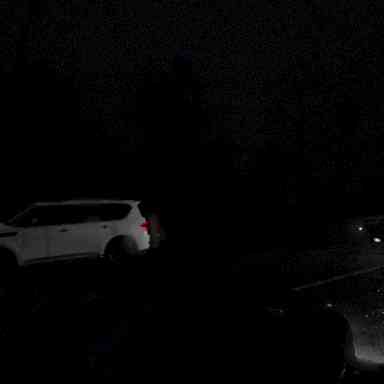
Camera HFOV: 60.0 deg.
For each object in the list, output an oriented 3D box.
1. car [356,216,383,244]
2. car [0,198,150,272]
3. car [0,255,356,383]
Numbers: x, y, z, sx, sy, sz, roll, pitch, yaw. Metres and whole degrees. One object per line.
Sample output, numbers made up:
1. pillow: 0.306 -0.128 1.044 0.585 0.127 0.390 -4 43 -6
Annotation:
1. car: 9.353 1.652 14.860 4.718 1.301 1.895 0 0 -36
2. car: -3.944 1.228 9.768 5.566 2.045 2.150 0 0 -35
3. car: -0.030 1.570 3.726 4.181 1.385 1.994 0 0 -36
